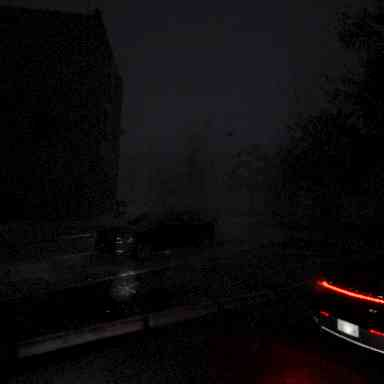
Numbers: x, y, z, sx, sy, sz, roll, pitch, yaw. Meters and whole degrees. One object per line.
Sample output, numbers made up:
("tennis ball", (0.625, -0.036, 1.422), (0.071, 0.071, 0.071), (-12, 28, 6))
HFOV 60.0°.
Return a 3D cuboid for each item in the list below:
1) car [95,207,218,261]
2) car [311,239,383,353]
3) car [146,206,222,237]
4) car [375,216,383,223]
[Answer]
("car", (-1.171, 1.422, 12.380), (1.882, 1.535, 5.008), (2, 1, 41))
("car", (4.135, 1.525, 5.530), (4.892, 1.490, 1.837), (0, 0, -30))
("car", (-0.298, 1.523, 18.447), (1.994, 1.385, 4.181), (2, -1, 37))
("car", (31.490, 4.202, 52.260), (4.902, 1.511, 2.128), (2, -2, 17))
